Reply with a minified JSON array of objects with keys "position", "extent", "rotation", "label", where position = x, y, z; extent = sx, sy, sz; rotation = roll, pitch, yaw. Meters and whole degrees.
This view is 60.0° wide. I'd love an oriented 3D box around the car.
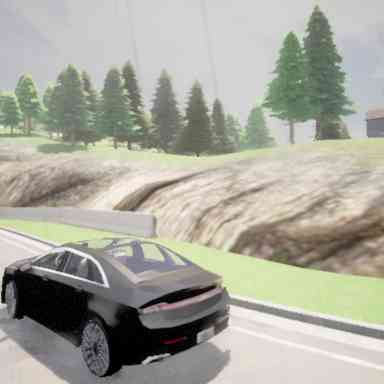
[{"position":[-1.607,1.551,5.704],"extent":[4.902,1.511,2.128],"rotation":[-1,0,43],"label":"car"}]
